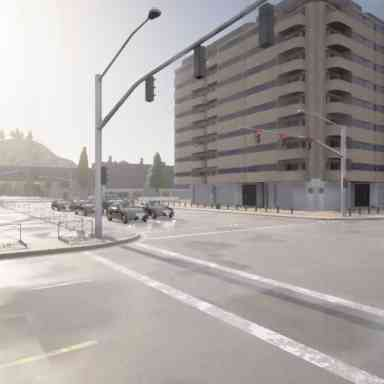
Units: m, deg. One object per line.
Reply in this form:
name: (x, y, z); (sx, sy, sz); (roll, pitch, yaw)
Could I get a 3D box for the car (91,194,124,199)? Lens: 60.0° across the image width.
car: (-9.127, 1.277, 37.528); (2.150, 2.045, 5.566); (0, 0, -35)

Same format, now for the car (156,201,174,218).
car: (-3.427, 1.547, 29.477); (2.128, 1.511, 4.902); (0, 0, -35)

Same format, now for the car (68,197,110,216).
car: (-10.341, 1.547, 33.186); (2.128, 1.511, 4.902); (0, 0, -35)

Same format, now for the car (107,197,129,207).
car: (-12.107, 1.581, 54.196); (1.812, 1.442, 4.674); (0, 0, -35)

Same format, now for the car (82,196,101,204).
car: (-19.630, 1.533, 64.822); (1.882, 1.535, 5.008); (0, 0, -35)

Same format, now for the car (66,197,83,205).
car: (-22.039, 1.619, 62.167); (1.994, 1.385, 4.181); (0, 0, -35)

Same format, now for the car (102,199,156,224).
car: (-5.094, 1.547, 25.773); (2.128, 1.511, 4.902); (0, 0, -35)

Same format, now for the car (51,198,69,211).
car: (-16.146, 1.547, 41.402); (2.128, 1.511, 4.902); (0, 0, -35)
